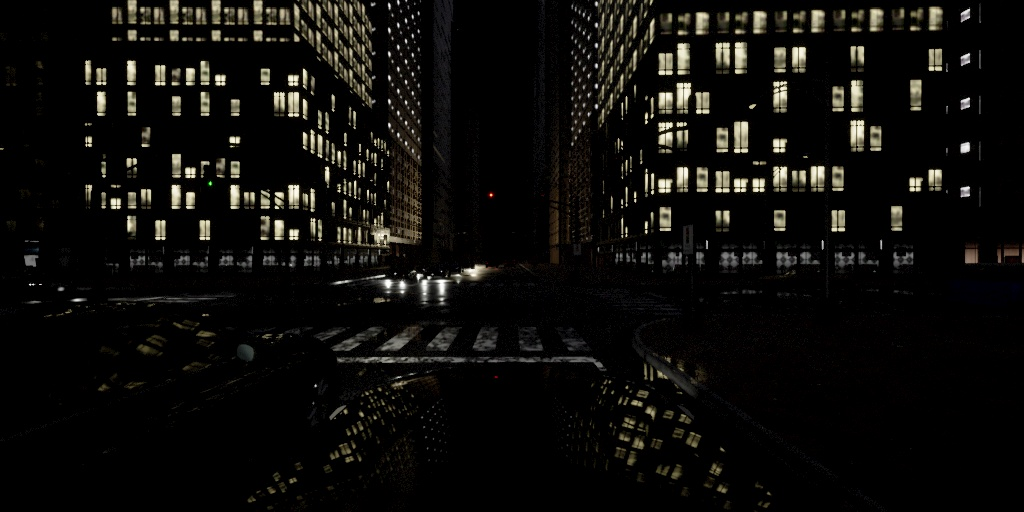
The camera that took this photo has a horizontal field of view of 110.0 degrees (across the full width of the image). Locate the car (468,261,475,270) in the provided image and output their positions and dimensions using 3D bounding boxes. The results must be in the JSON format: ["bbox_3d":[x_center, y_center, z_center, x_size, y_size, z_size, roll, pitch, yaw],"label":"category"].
[{"bbox_3d":[-6.928,1.399,55.722,1.994,1.385,4.181,0,0,0],"label":"car"}]

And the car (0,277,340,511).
[{"bbox_3d":[-3.155,1.102,2.569,2.097,1.767,4.553,0,0,0],"label":"car"}]

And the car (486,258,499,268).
[{"bbox_3d":[-3.541,1.214,63.660,2.097,1.767,4.553,0,0,-1],"label":"car"}]

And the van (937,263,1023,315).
[{"bbox_3d":[18.289,1.119,12.786,3.998,1.789,1.690,0,0,2],"label":"van"}]

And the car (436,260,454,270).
[{"bbox_3d":[-10.183,1.358,54.840,1.812,1.442,4.674,0,0,0],"label":"car"}]

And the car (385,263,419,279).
[{"bbox_3d":[-10.049,1.343,32.807,1.994,1.385,4.181,0,0,0],"label":"car"}]

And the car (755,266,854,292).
[{"bbox_3d":[16.966,1.293,20.949,4.829,1.417,1.751,0,0,2],"label":"car"}]

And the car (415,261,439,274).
[{"bbox_3d":[-10.124,1.363,42.827,1.994,1.385,4.181,0,0,-2],"label":"car"}]

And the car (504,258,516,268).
[{"bbox_3d":[-0.397,1.426,63.840,1.994,1.385,4.181,0,0,0],"label":"car"}]

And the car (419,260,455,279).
[{"bbox_3d":[-6.798,1.305,32.963,1.812,1.442,4.674,0,0,0],"label":"car"}]

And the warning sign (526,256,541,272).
[{"bbox_3d":[2.600,0.910,40.844,1.300,1.860,1.060,0,0,0],"label":"warning sign"}]

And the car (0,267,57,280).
[{"bbox_3d":[-23.088,1.250,16.399,4.902,1.511,2.128,0,0,0],"label":"car"}]

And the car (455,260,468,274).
[{"bbox_3d":[-6.862,1.277,42.837,1.882,1.535,5.008,0,0,0],"label":"car"}]

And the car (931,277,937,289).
[{"bbox_3d":[26.803,1.357,20.528,4.207,1.307,1.802,0,0,2],"label":"car"}]
